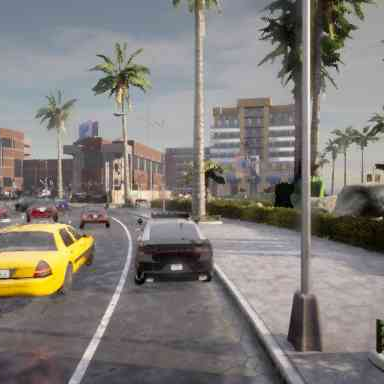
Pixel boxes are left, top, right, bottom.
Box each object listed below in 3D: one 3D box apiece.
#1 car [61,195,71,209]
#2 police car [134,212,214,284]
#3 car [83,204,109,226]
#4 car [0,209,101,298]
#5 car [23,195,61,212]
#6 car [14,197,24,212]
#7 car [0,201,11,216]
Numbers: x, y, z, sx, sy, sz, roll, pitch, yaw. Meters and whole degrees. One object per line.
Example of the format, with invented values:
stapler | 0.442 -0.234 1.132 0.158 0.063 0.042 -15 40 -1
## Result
car | -17.144 1.511 42.016 1.812 1.442 4.674 0 0 -41
police car | -0.655 1.424 9.771 1.930 1.638 5.238 0 0 -7
car | -6.708 1.542 22.784 2.033 1.411 5.357 0 0 -18
car | -3.743 1.452 8.521 1.801 1.575 5.366 0 0 -7
car | -11.604 1.342 26.011 2.097 1.767 4.553 0 0 -21
car | -19.630 1.335 39.516 2.097 1.767 4.553 0 0 -40
car | -16.803 1.511 28.768 1.812 1.442 4.674 0 0 -27
